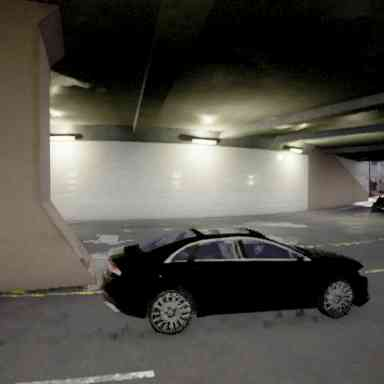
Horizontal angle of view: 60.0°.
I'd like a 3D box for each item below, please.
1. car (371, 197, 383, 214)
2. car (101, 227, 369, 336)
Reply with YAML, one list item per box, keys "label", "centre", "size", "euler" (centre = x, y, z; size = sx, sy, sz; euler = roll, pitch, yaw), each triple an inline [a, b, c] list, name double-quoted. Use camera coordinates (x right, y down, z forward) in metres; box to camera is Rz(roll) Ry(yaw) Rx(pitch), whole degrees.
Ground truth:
- label: "car"
  centre: [17.691, 1.187, 30.271]
  size: [1.837, 1.490, 4.892]
  euler: [1, 1, 38]
- label: "car"
  centre: [0.844, 1.422, 6.205]
  size: [4.902, 1.511, 2.128]
  euler: [0, 1, -13]
